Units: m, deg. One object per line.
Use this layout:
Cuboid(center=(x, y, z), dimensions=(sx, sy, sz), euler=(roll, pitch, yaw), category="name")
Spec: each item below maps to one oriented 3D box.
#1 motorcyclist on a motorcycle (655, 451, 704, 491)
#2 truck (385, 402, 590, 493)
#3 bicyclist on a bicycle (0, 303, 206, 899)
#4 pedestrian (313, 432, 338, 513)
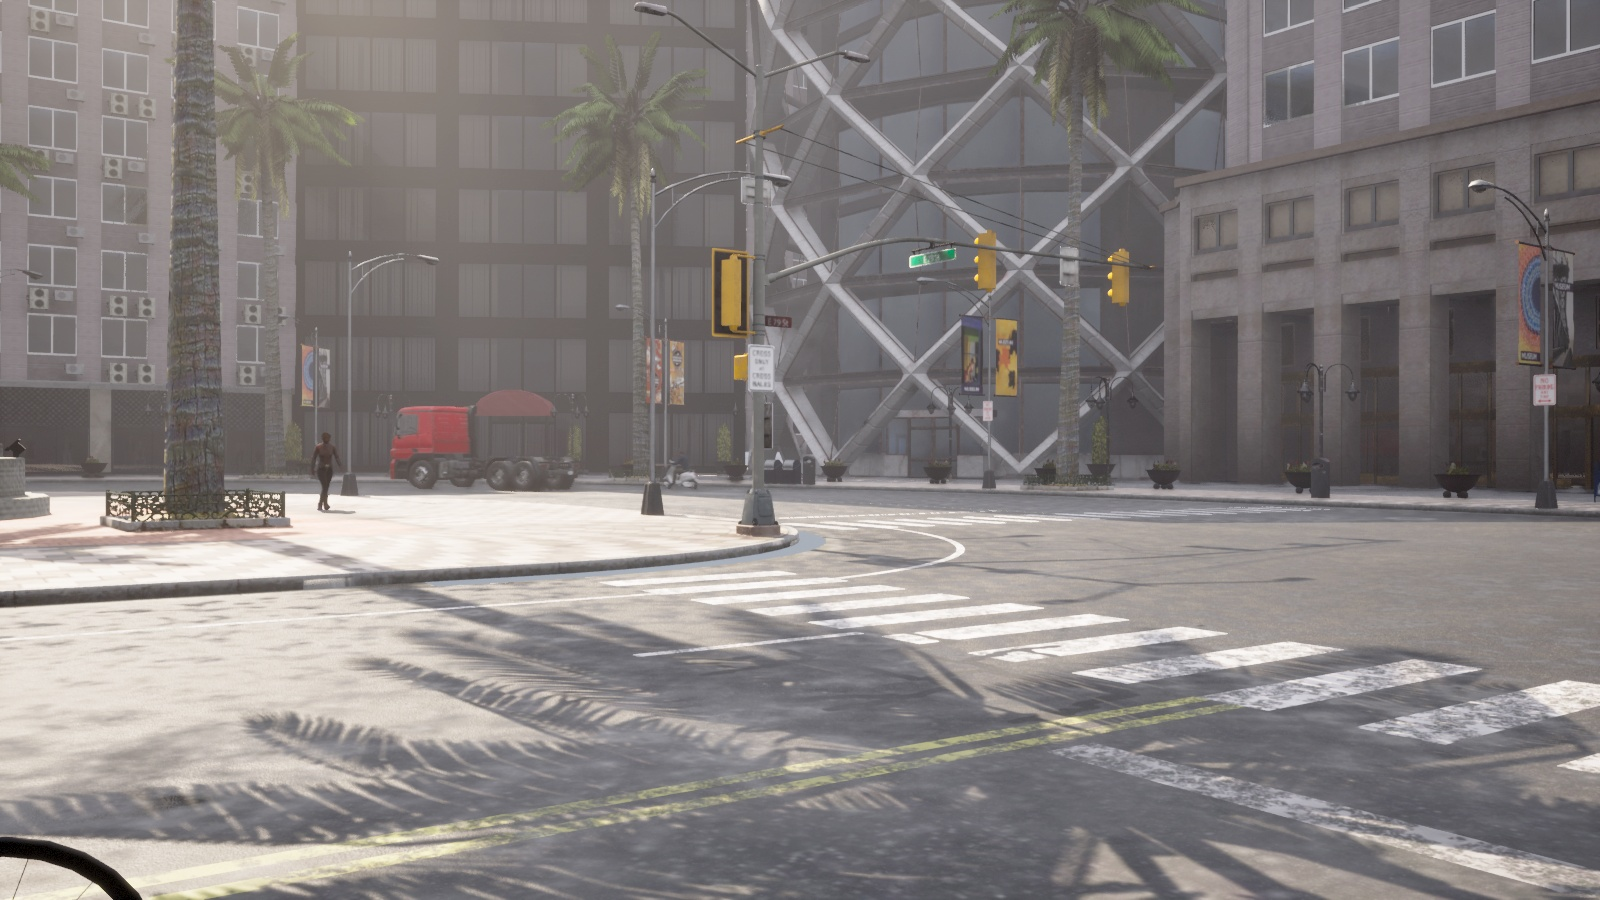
Cuboid(center=(-4.861, 0.832, 50.621), dimensions=(1.817, 1.590, 0.866), euler=(0, 0, 33), category="motorcyclist on a motorcycle")
Cuboid(center=(-12.630, -0.086, 50.697), dimensions=(7.936, 3.462, 2.891), euler=(0, 0, 24), category="truck")
Cuboid(center=(-2.110, 0.625, 2.206), dimensions=(1.843, 1.776, 0.659), euler=(0, 0, -35), category="bicyclist on a bicycle")
Cuboid(center=(-10.727, 0.494, 28.385), dimensions=(0.328, 1.805, 0.869), euler=(0, 0, -36), category="pedestrian")
